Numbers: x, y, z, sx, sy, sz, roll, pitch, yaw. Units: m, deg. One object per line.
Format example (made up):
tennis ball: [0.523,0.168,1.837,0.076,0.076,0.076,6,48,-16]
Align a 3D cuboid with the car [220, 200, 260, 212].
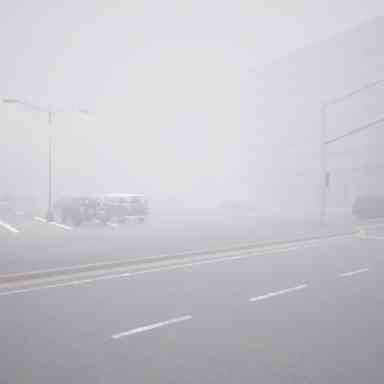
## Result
car: [5.569,1.603,39.286,2.033,1.411,5.357,0,0,-35]

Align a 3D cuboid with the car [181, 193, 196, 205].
car: [-1.486,1.277,61.596,2.150,2.045,5.566,0,0,-35]

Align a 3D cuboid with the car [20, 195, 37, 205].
car: [-27.298,1.209,55.342,1.932,1.855,4.605,0,0,-35]

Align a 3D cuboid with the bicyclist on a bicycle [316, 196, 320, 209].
bicyclist on a bicycle: [16.505,1.356,42.866,1.656,1.620,0.582,0,0,-35]

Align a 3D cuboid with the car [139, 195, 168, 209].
car: [-6.569,1.656,56.412,1.895,1.301,4.718,0,0,-35]

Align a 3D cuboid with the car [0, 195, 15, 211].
car: [-21.815,1.451,37.892,1.970,1.475,3.806,0,0,-35]

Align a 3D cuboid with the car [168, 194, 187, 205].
car: [-3.540,1.533,58.443,1.882,1.535,5.008,0,0,-36]

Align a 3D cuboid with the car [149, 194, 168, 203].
car: [-7.019,1.407,69.358,2.097,1.767,4.553,0,0,-35]

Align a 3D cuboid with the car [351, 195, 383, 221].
car: [15.434,1.266,25.914,2.150,2.045,5.566,0,0,-40]

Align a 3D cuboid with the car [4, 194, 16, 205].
car: [-29.692,1.212,53.715,1.905,1.878,3.866,0,0,-35]

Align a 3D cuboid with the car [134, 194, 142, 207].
car: [-8.953,1.547,66.022,2.128,1.511,4.902,0,0,-35]
